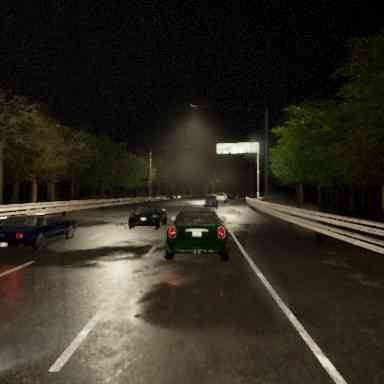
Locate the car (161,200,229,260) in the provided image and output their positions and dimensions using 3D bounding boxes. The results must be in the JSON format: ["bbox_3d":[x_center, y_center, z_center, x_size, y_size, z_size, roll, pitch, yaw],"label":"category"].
[{"bbox_3d":[0.228,1.359,12.718,2.097,1.767,4.553,0,0,2],"label":"car"}]

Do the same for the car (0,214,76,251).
[{"bbox_3d":[-6.641,1.592,14.146,1.895,1.301,4.718,0,0,2],"label":"car"}]

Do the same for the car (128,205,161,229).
[{"bbox_3d":[-2.769,1.564,21.683,1.994,1.385,4.181,0,0,3],"label":"car"}]

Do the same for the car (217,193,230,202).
[{"bbox_3d":[6.344,1.215,70.961,2.150,2.045,5.566,0,0,10],"label":"car"}]

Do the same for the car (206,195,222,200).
[{"bbox_3d":[2.679,1.551,45.716,2.033,1.411,5.357,0,0,7],"label":"car"}]
